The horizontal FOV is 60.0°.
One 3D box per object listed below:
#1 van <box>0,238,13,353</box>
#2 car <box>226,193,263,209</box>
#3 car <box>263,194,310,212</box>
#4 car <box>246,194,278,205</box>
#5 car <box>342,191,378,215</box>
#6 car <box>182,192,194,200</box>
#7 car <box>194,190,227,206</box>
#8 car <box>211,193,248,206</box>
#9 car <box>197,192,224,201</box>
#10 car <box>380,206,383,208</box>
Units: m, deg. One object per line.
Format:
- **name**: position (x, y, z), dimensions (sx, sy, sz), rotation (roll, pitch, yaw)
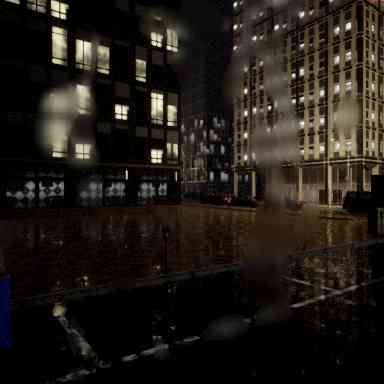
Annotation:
- **van**: position (-4.151, 1.341, 3.596), dimensions (3.998, 1.788, 1.690), rotation (0, 0, -36)
- **car**: position (6.164, 1.105, 36.813), dimensions (1.802, 1.307, 4.206), rotation (1, 0, -36)
- **car**: position (9.421, 1.071, 32.286), dimensions (1.967, 1.590, 4.097), rotation (1, 0, -36)
- **car**: position (9.680, 0.985, 46.280), dimensions (1.802, 1.307, 4.206), rotation (1, 0, -36)
- **car**: position (15.695, 0.982, 28.181), dimensions (2.150, 2.045, 5.566), rotation (0, 1, -38)
- **car**: position (-0.082, 0.647, 59.866), dimensions (1.947, 1.339, 4.313), rotation (1, 0, -36)
- **car**: position (2.918, 0.731, 41.338), dimensions (2.192, 1.841, 5.009), rotation (1, 0, -36)
- **car**: position (4.786, 0.896, 43.153), dimensions (2.128, 1.511, 4.902), rotation (0, 1, -36)
- **car**: position (3.074, 0.710, 55.475), dimensions (1.752, 1.417, 4.829), rotation (1, 0, -36)
- **car**: position (9.632, 1.441, 13.455), dimensions (4.097, 1.590, 1.967), rotation (0, 0, -36)
